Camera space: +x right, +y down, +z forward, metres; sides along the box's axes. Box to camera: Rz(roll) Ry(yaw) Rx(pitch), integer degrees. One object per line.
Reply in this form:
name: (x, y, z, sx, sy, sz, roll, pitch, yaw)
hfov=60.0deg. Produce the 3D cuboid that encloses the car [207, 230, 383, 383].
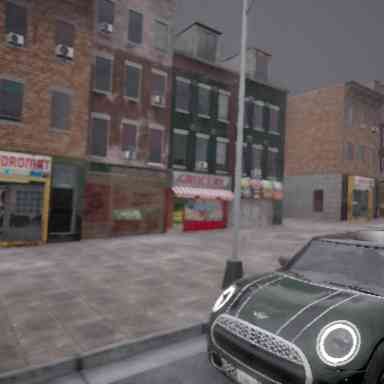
car: (2.412, 1.407, 4.790, 4.553, 1.767, 2.097, 1, 0, -35)
